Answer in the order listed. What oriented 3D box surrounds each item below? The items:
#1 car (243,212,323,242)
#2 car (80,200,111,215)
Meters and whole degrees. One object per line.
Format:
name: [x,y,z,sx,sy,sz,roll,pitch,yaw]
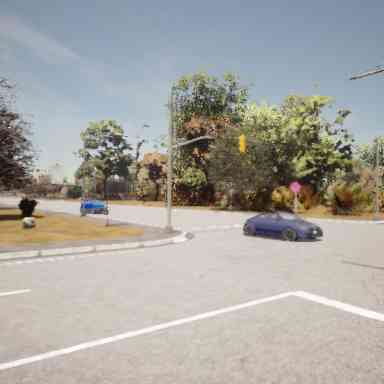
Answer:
car: [4.731,1.752,17.668,1.994,1.385,4.181,1,-1,-39]
car: [-10.810,1.623,37.096,1.882,1.535,5.008,1,-1,-39]
